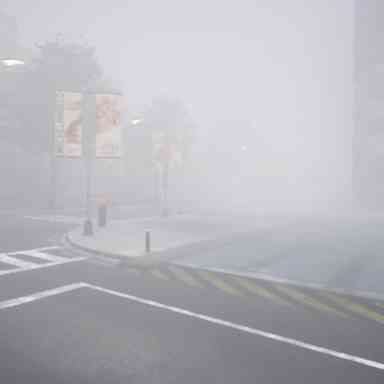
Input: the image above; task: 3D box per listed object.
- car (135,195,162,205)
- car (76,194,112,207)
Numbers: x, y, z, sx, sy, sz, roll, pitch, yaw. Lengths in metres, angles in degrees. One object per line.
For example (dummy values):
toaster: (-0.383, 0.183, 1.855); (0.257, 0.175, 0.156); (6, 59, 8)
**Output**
car: (-6.361, 1.160, 49.084); (1.812, 1.442, 4.674); (1, 1, 35)
car: (-12.046, 0.986, 41.085); (2.097, 1.767, 4.553); (1, 0, 36)
